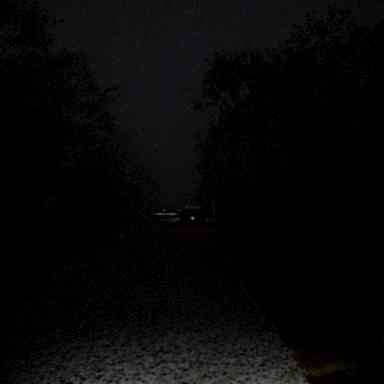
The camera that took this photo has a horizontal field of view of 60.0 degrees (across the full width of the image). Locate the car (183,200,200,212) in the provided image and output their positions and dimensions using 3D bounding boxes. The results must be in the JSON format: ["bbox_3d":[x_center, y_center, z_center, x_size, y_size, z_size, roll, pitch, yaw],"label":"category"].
[{"bbox_3d":[-0.068,1.707,40.905,1.994,1.385,4.181,0,-1,0],"label":"car"}]

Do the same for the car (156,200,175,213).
[{"bbox_3d":[-2.998,1.657,38.399,2.033,1.411,5.357,0,-1,0],"label":"car"}]

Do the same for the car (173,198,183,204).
[{"bbox_3d":[-3.279,2.183,78.916,2.033,1.411,5.357,0,-2,-1],"label":"car"}]

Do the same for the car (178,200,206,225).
[{"bbox_3d":[0.032,1.504,23.430,1.812,1.442,4.674,0,0,0],"label":"car"}]
